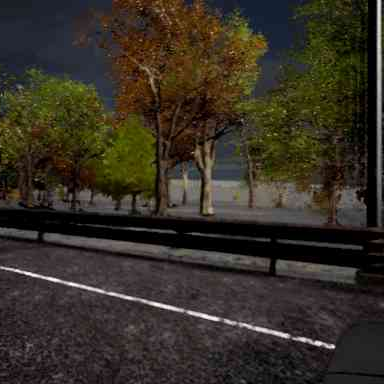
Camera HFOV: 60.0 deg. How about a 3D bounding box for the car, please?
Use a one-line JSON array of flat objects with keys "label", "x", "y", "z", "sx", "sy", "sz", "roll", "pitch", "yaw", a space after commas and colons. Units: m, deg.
[{"label": "car", "x": 3.489, "y": 1.504, "z": 1.695, "sx": 5.357, "sy": 1.411, "sz": 2.033, "roll": 0, "pitch": 1, "yaw": 33}]
